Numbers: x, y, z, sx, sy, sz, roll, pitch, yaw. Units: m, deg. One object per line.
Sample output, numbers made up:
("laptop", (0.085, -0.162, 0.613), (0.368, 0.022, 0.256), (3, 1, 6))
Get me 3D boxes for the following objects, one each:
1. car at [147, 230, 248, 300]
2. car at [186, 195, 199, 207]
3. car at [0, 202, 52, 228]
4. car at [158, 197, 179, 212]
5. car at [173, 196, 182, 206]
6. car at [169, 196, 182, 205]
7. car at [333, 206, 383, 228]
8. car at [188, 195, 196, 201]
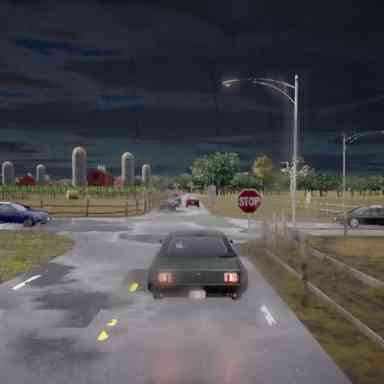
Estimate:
("car", (0.107, 1.597, 8.339), (1.895, 1.301, 4.718), (0, 0, 0))
("car", (0.116, 1.423, 51.351), (1.882, 1.535, 5.008), (0, 0, 0))
("car", (-11.160, 1.368, 20.666), (4.674, 1.442, 1.812), (1, 1, 4))
("car", (-2.784, 1.570, 38.151), (1.895, 1.301, 4.718), (0, 0, -1))
("car", (-2.818, 1.516, 48.224), (1.994, 1.385, 4.181), (0, 0, 0))
("car", (-2.798, 1.479, 58.698), (2.033, 1.411, 5.357), (0, 0, 0))
("car", (12.716, 1.748, 23.929), (4.892, 1.490, 1.837), (1, 1, 0))
("car", (0.039, 1.439, 78.580), (1.994, 1.385, 4.181), (0, 0, 0))
